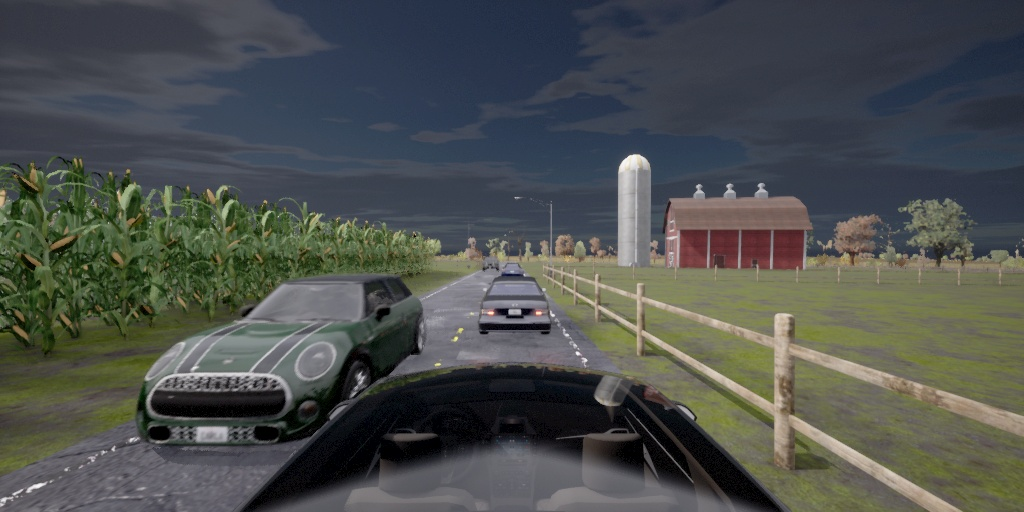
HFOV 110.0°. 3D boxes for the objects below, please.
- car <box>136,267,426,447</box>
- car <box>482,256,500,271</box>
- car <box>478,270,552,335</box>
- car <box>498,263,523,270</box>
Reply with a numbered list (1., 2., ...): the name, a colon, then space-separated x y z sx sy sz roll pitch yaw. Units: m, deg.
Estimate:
1. car: -2.850 1.101 5.649 2.097 1.767 4.553 0 0 0
2. car: -2.841 1.075 49.119 2.150 2.045 5.566 0 0 0
3. car: 0.074 1.296 10.506 2.033 1.411 5.357 0 0 0
4. car: 0.043 1.316 32.733 1.994 1.385 4.181 0 0 0
